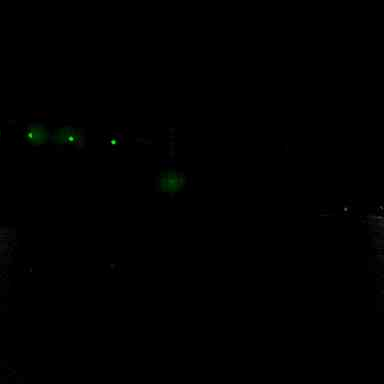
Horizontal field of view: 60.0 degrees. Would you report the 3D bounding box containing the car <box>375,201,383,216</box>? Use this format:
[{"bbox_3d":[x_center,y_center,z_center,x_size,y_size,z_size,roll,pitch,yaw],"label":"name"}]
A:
[{"bbox_3d":[19.052,1.457,30.079,4.674,1.442,1.812,0,0,-31],"label":"car"}]

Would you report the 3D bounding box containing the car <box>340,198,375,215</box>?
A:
[{"bbox_3d":[16.644,1.386,32.717,4.902,1.511,2.128,0,0,-31],"label":"car"}]
